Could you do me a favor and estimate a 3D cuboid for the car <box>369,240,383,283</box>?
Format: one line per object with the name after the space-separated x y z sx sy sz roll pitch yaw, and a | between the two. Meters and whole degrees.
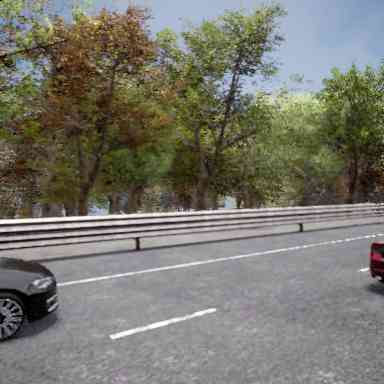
6.398 1.456 8.269 5.008 1.535 1.882 0 0 -35 | car

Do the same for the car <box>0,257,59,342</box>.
-4.561 1.493 4.788 4.902 1.511 2.128 0 0 -36 | car
